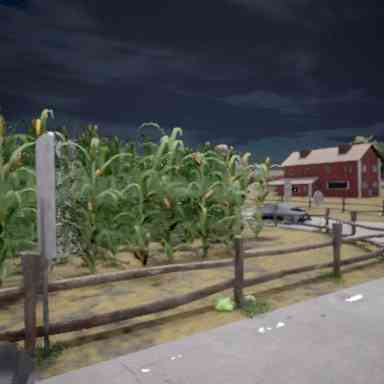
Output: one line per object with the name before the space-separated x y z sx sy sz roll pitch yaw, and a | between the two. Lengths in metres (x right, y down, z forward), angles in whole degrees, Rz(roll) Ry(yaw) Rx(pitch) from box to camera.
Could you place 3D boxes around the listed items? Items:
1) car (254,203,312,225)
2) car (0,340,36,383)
car | 6.457 1.492 23.947 1.994 1.385 4.181 -2 2 -38
car | -3.028 1.495 0.893 4.892 1.490 1.837 0 0 -35
